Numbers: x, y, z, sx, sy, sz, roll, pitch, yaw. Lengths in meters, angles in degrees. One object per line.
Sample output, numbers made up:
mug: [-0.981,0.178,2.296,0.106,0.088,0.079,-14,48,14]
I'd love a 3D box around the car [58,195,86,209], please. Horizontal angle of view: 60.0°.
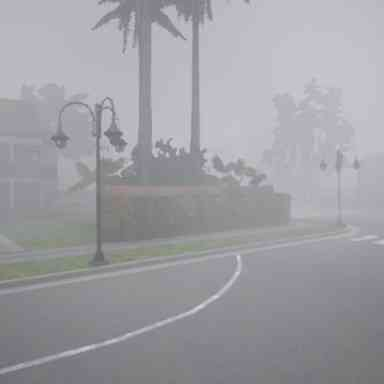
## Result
car: [-14.861,1.138,38.755,4.605,1.855,1.932,-1,0,-38]
